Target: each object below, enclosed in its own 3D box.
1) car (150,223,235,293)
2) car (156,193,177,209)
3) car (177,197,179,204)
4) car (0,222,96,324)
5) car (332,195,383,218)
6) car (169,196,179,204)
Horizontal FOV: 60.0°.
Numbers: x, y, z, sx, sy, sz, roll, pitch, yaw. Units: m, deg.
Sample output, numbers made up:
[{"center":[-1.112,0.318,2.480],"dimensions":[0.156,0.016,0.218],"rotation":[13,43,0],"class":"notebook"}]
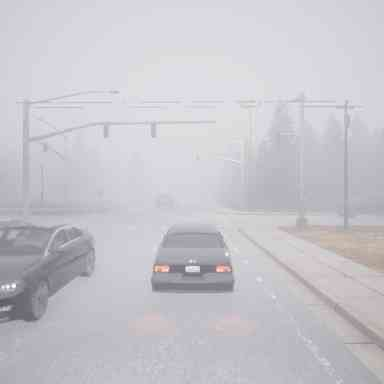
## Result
[{"center":[0.034,1.545,9.000],"dimensions":[2.033,1.411,5.357],"rotation":[0,0,1],"class":"car"},{"center":[-3.677,1.221,45.653],"dimensions":[2.150,2.045,5.566],"rotation":[0,0,0],"class":"car"},{"center":[-3.665,1.352,55.663],"dimensions":[2.097,1.767,4.553],"rotation":[0,0,0],"class":"car"},{"center":[-3.569,1.477,7.344],"dimensions":[2.128,1.511,4.902],"rotation":[0,0,0],"class":"car"},{"center":[15.547,1.248,29.646],"dimensions":[5.566,2.045,2.150],"rotation":[0,0,1],"class":"car"},{"center":[-3.540,1.526,65.937],"dimensions":[1.812,1.442,4.674],"rotation":[0,0,1],"class":"car"}]
